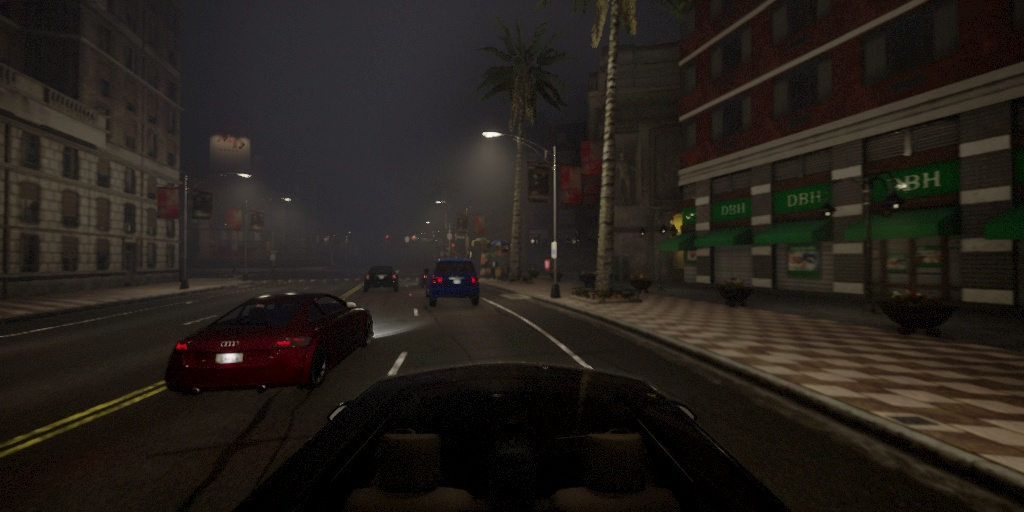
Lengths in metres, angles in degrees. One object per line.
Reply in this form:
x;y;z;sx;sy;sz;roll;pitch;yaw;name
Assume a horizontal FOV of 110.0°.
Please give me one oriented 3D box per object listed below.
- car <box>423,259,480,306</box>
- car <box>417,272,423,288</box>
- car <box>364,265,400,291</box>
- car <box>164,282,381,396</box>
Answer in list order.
-2.958;1.168;17.255;2.150;2.045;5.566;0;-1;-15;car
-6.009;1.598;27.250;1.812;1.442;4.674;0;-1;-18;car
-8.856;1.398;24.603;2.097;1.767;4.553;0;-1;-17;car
-4.105;1.385;6.871;1.994;1.385;4.181;0;-1;-7;car
